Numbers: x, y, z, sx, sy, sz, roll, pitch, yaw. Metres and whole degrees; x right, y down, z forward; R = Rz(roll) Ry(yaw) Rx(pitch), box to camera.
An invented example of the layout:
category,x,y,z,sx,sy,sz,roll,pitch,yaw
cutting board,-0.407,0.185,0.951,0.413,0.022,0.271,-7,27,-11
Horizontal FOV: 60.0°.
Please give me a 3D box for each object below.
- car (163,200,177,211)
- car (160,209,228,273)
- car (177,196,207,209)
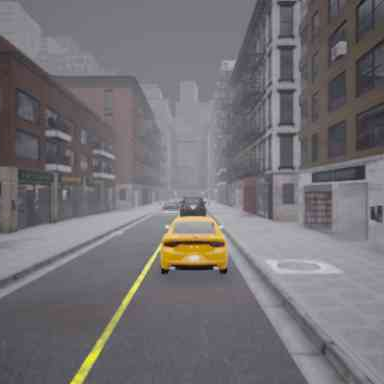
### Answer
category,x,y,z,sx,sy,sz,roll,pitch,yaw
car,-2.815,1.823,44.974,1.994,1.385,4.181,0,0,0
car,0.073,1.542,11.009,1.882,1.535,5.008,0,0,0
car,0.099,1.388,29.068,2.150,2.045,5.566,0,0,0
